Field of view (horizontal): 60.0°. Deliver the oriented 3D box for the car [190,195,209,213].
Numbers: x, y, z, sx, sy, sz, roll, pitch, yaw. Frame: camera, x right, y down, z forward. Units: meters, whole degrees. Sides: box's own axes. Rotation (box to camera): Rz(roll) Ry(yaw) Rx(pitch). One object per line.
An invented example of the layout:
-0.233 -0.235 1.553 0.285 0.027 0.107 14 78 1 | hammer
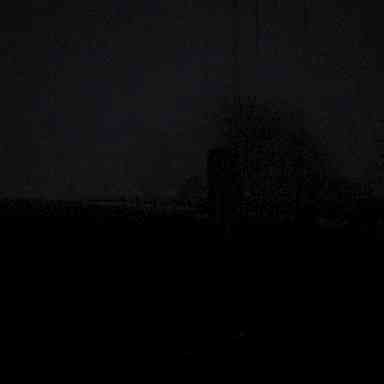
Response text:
1.830 1.060 29.301 2.097 1.767 4.553 -1 1 -35 | car
